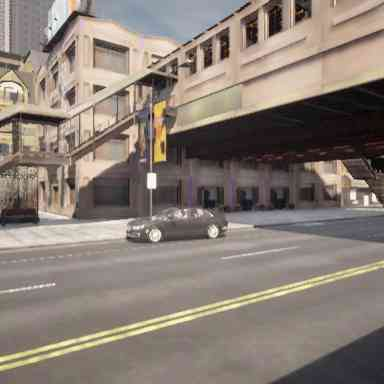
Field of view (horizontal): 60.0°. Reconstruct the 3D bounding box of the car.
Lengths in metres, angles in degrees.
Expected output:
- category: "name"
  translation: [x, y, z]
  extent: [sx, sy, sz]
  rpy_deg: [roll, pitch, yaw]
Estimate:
- category: "car"
  translation: [-0.633, 1.453, 15.707]
  extent: [4.892, 1.521, 2.231]
  rpy_deg: [0, 0, -26]
